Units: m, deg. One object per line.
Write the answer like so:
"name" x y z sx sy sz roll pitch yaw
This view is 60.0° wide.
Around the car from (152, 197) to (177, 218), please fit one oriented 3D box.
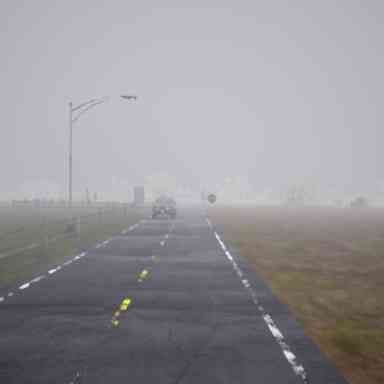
"car" -2.753 1.523 33.935 2.150 2.045 5.566 0 -1 0
